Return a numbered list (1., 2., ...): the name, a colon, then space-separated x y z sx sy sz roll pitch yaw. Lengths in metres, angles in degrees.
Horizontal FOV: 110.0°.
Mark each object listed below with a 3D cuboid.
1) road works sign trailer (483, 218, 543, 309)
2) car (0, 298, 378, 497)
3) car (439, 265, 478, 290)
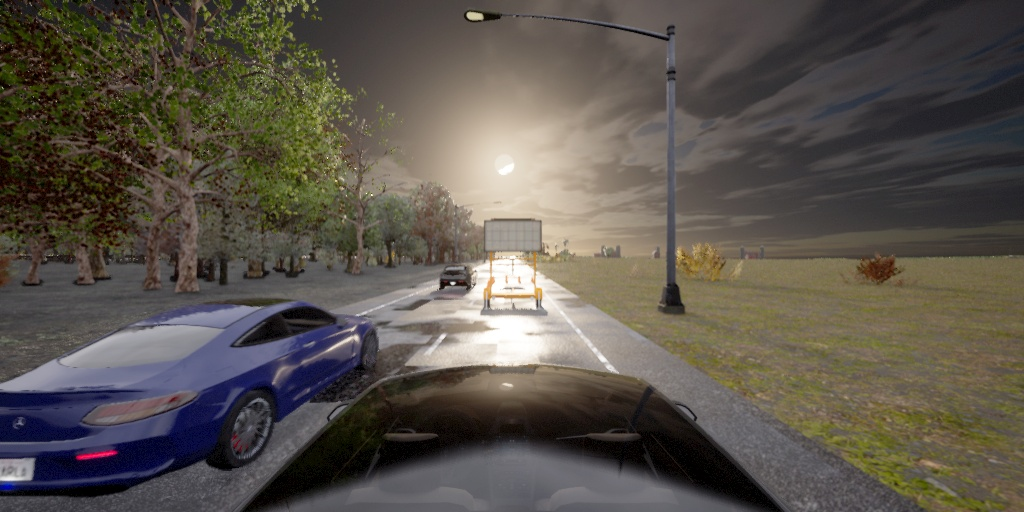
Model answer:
1. road works sign trailer: 0.042 0.235 14.933 2.380 3.560 2.880 0 0 0
2. car: -3.388 1.281 4.731 1.812 1.442 4.674 0 0 0
3. car: -3.350 1.288 22.776 1.837 1.490 4.892 0 0 0
